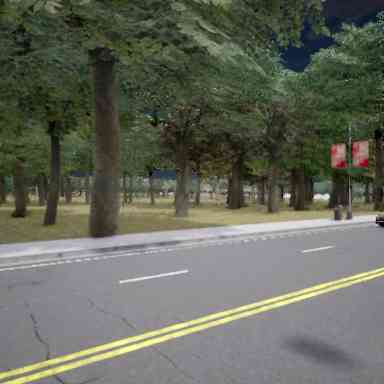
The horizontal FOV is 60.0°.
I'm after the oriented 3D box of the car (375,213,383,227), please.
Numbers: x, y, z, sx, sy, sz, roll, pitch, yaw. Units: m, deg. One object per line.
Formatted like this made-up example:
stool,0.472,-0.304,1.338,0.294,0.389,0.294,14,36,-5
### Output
car,14.113,1.558,21.741,5.357,1.411,2.033,0,0,-35
